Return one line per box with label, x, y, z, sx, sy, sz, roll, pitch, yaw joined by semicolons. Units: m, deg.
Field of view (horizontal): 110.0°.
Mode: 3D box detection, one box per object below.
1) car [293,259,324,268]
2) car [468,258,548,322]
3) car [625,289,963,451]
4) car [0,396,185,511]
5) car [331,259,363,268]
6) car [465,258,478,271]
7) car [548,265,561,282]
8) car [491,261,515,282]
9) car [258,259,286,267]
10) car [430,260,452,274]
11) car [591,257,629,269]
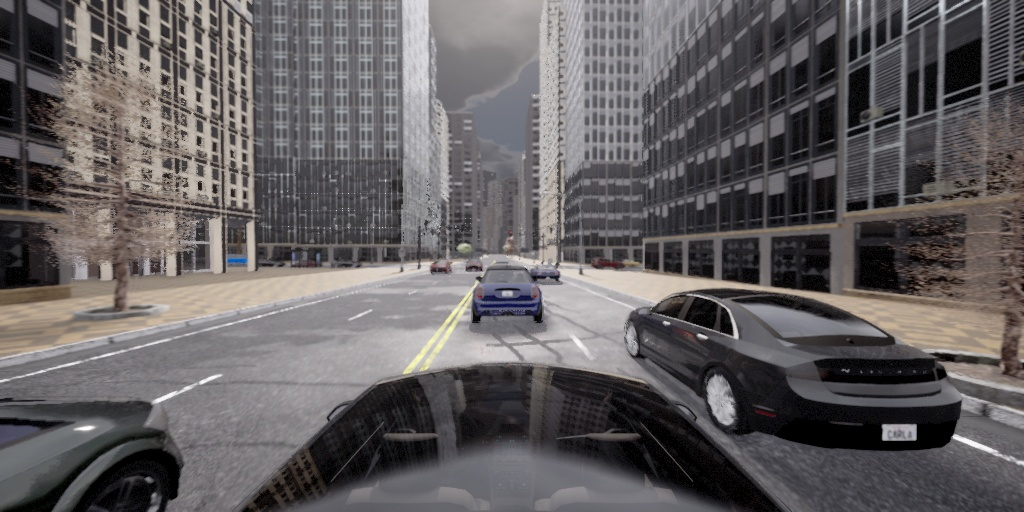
car;-30.179;1.123;53.123;4.207;1.307;1.802;0;0;-1
car;-0.188;1.087;12.310;2.097;1.767;4.553;0;0;-2
car;3.242;1.243;5.457;1.837;1.490;4.892;0;0;-1
car;-3.401;1.321;0.863;1.994;1.385;4.181;0;0;0
car;-24.494;1.145;53.198;4.313;1.339;1.948;0;0;-1
car;-4.725;1.070;45.641;2.097;1.767;4.553;0;0;-2
car;2.523;1.300;28.073;1.895;1.301;4.718;0;0;-2
car;-0.795;1.208;29.795;1.837;1.490;4.892;0;0;-2
car;-35.862;1.067;53.089;4.313;1.339;1.948;0;0;-1
car;-7.816;1.175;39.742;1.882;1.535;5.008;0;0;-2
car;14.425;1.149;54.093;5.009;1.841;2.192;0;0;-1
